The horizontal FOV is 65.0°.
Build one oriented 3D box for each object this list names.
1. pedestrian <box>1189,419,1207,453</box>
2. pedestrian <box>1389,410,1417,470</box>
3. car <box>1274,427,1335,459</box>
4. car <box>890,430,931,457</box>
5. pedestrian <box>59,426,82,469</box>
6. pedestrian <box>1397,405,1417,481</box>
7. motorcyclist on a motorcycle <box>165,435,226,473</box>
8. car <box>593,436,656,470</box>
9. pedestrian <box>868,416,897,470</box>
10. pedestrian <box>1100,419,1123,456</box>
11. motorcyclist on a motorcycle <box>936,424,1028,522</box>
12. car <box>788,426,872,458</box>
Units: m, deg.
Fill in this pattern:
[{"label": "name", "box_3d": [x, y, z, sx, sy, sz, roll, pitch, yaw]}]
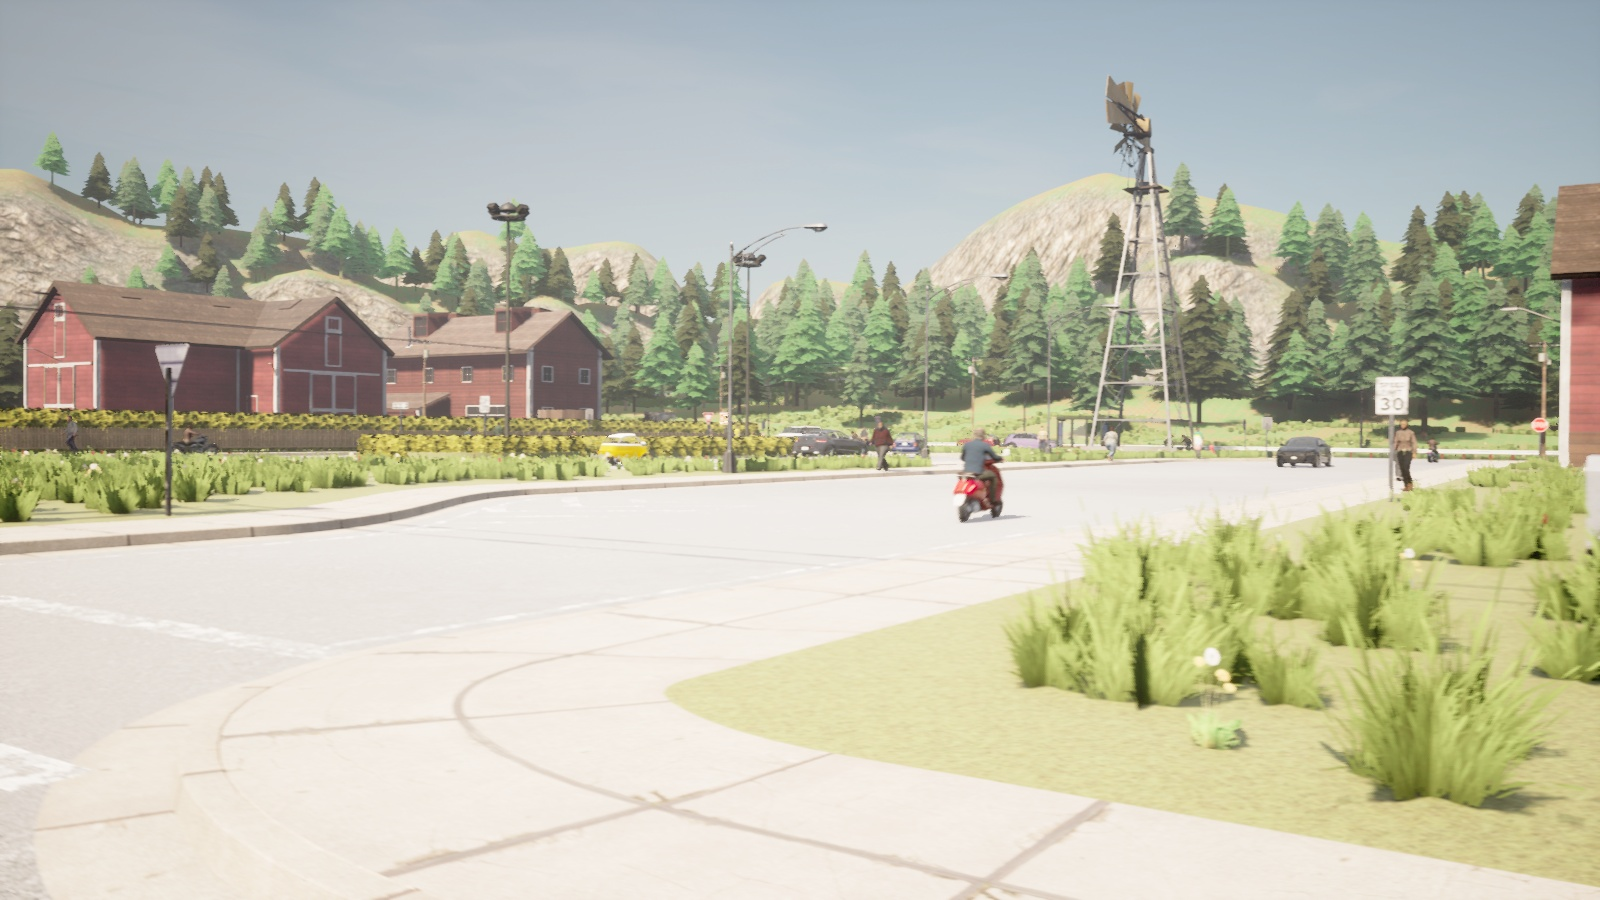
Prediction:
[{"label": "pedestrian", "box_3d": [23.144, -0.826, 73.048, 0.873, 1.952, 0.659, -1, 1, -44]}, {"label": "pedestrian", "box_3d": [18.756, -0.318, 39.061, 0.634, 1.844, 0.899, 0, 1, 34]}, {"label": "car", "box_3d": [24.933, -0.367, 62.007, 1.882, 1.535, 5.008, 0, 1, 33]}, {"label": "car", "box_3d": [6.781, -0.407, 76.812, 1.789, 1.549, 3.705, 0, 1, 17]}, {"label": "pedestrian", "box_3d": [-33.766, -0.117, 58.159, 0.423, 1.949, 0.788, 0, 1, 36]}, {"label": "pedestrian", "box_3d": [15.034, -0.175, 31.105, 0.331, 1.846, 0.634, 0, 1, 38]}, {"label": "motorcyclist on a motorcycle", "box_3d": [-26.718, 0.152, 55.534, 0.766, 1.649, 2.350, 0, 1, 33]}, {"label": "car", "box_3d": [-7.494, 0.112, 53.670, 1.481, 1.376, 2.207, 0, 2, 40]}, {"label": "pedestrian", "box_3d": [2.847, -0.235, 43.259, 0.634, 1.844, 0.899, 0, 1, 32]}, {"label": "pedestrian", "box_3d": [15.787, -0.631, 63.674, 0.874, 1.855, 0.900, 0, 1, 36]}, {"label": "motorcyclist on a motorcycle", "box_3d": [3.137, 0.360, 21.528, 0.866, 1.590, 1.817, 0, 1, 33]}, {"label": "car", "box_3d": [1.655, -0.432, 67.191, 2.152, 1.651, 5.027, 0, 1, 33]}]
